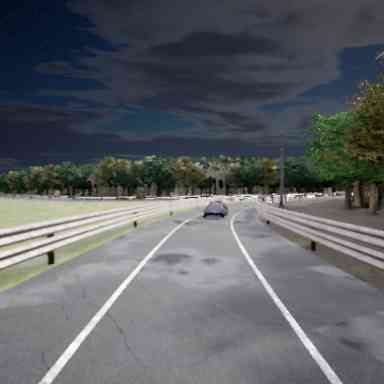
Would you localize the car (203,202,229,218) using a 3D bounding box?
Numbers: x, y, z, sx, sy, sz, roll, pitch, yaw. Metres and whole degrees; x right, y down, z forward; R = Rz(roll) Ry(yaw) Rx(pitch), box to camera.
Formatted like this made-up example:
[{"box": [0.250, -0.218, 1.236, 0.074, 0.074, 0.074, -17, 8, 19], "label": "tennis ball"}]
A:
[{"box": [2.270, 1.560, 30.575, 1.994, 1.385, 4.181, 1, 0, 11], "label": "car"}]

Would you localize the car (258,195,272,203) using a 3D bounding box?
[{"box": [13.871, 1.316, 62.724, 1.837, 1.490, 4.892, 0, 0, 31], "label": "car"}]
